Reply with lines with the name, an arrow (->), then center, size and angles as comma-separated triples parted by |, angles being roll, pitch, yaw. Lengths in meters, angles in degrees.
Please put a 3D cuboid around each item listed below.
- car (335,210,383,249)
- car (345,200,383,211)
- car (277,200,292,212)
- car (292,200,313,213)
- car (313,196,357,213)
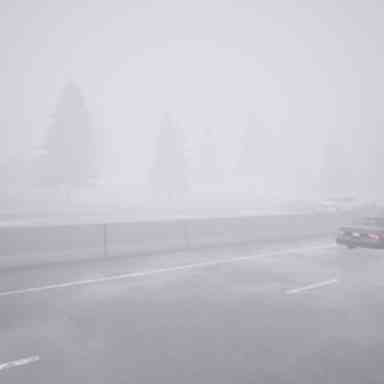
car -> 8.169, 1.656, 13.867 | 5.357, 1.411, 2.033 | 1, 0, -35
car -> 17.997, 1.820, 33.992 | 4.181, 1.385, 1.994 | 1, 0, -35
car -> 13.184, 1.759, 43.450 | 4.902, 1.511, 2.128 | 1, 0, -35
car -> 14.561, 1.787, 40.138 | 4.674, 1.442, 1.812 | 1, 0, -35
car -> 16.380, 1.478, 37.148 | 5.566, 2.045, 2.150 | 0, 0, -35
